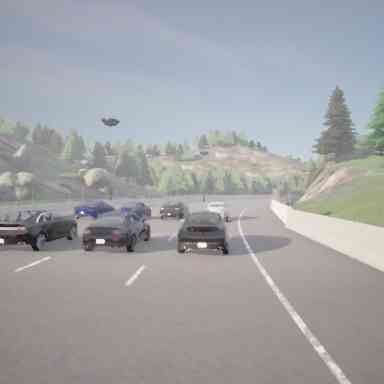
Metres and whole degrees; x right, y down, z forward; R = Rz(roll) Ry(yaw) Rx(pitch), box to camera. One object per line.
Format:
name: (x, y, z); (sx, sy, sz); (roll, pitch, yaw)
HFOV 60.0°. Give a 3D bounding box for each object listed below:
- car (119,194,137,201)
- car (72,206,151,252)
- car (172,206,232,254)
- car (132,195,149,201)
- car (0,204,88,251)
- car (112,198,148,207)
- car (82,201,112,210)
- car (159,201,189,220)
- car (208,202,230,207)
car: (-15.530, 1.303, 80.852); (2.097, 1.767, 4.553); (0, 0, 22)
car: (-2.969, 1.530, 13.713); (1.812, 1.442, 4.674); (0, 0, 4)
car: (0.521, 1.514, 13.449); (1.837, 1.490, 4.892); (0, 0, 4)
car: (-12.321, 1.475, 79.454); (1.812, 1.442, 4.674); (0, 0, 22)
car: (-6.459, 1.492, 13.977); (2.128, 1.511, 4.902); (0, 0, 4)
car: (-4.841, 1.530, 28.222); (1.812, 1.442, 4.674); (0, 0, 9)
car: (-8.301, 1.482, 28.747); (1.882, 1.535, 5.008); (0, 0, 9)
car: (-1.380, 1.492, 27.696); (2.128, 1.511, 4.902); (0, 0, 9)
car: (2.080, 1.530, 27.170); (1.812, 1.442, 4.674); (0, 0, 9)
